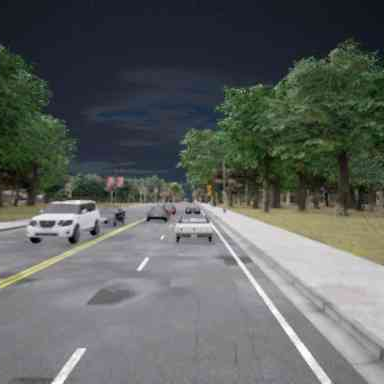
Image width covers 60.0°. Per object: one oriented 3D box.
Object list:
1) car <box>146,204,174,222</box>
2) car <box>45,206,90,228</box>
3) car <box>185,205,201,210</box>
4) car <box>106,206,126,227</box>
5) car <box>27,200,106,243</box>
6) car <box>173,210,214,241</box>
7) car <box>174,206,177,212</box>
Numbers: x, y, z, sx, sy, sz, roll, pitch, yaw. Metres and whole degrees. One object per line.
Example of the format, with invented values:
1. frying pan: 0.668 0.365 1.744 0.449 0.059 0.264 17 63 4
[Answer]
1. car: -3.146 2.043 31.801 1.994 1.385 4.181 0 -1 1
2. car: -9.740 1.935 26.431 1.812 1.442 4.674 0 -1 0
3. car: 0.114 2.273 42.333 1.895 1.301 4.718 0 -1 0
4. car: -6.490 1.897 26.432 2.128 1.511 4.902 0 -1 0
5. car: -6.571 1.473 17.831 2.150 2.045 5.566 0 -1 1
6. car: 0.107 1.855 18.110 1.895 1.301 4.718 0 -1 0
7. car: -3.139 2.282 44.724 1.994 1.385 4.181 0 -1 0
